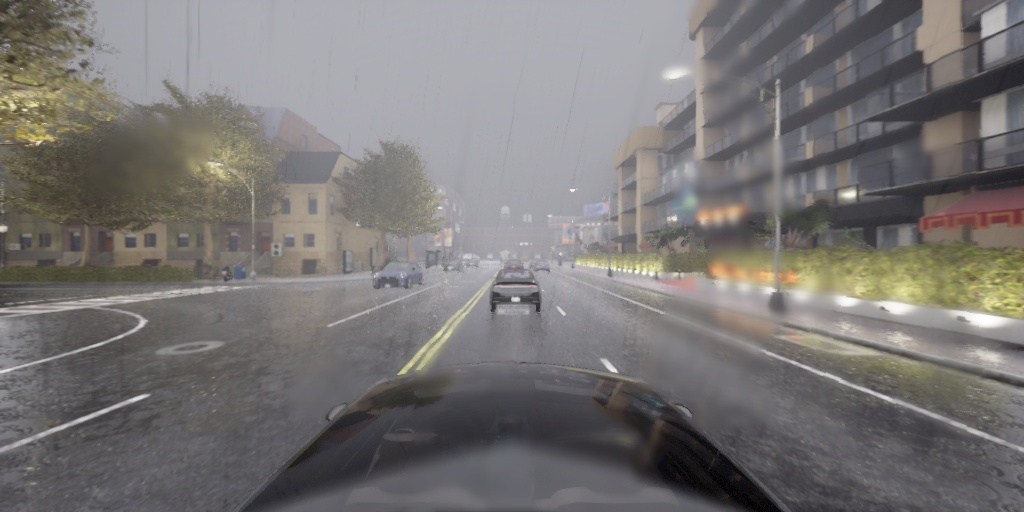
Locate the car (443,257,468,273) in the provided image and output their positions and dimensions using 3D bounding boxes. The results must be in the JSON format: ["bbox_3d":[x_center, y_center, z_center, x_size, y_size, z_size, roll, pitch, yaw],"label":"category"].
[{"bbox_3d":[-6.956,1.239,42.930,2.128,1.511,4.902,0,0,0],"label":"car"}]

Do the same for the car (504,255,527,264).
[{"bbox_3d":[0.214,1.099,38.668,2.097,1.767,4.553,0,0,0],"label":"car"}]

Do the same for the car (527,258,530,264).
[{"bbox_3d":[3.665,1.346,55.635,1.895,1.301,4.718,0,0,0],"label":"car"}]

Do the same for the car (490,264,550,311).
[{"bbox_3d":[0.137,1.240,14.395,2.128,1.511,4.902,0,0,0],"label":"car"}]

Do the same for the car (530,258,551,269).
[{"bbox_3d":[3.726,1.293,44.823,2.033,1.411,5.357,0,0,0],"label":"car"}]

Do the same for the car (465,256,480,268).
[{"bbox_3d":[-6.812,1.250,63.028,2.128,1.511,4.902,0,0,0],"label":"car"}]

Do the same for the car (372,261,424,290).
[{"bbox_3d":[-7.035,1.101,22.583,2.097,1.767,4.553,0,0,0],"label":"car"}]
